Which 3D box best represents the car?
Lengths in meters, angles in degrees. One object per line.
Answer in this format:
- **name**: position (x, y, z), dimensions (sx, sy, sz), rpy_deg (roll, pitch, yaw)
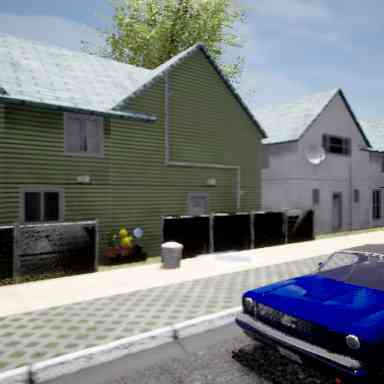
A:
- **car**: position (2.932, 1.580, 5.164), dimensions (4.718, 1.301, 1.895), rpy_deg (0, 0, -36)
